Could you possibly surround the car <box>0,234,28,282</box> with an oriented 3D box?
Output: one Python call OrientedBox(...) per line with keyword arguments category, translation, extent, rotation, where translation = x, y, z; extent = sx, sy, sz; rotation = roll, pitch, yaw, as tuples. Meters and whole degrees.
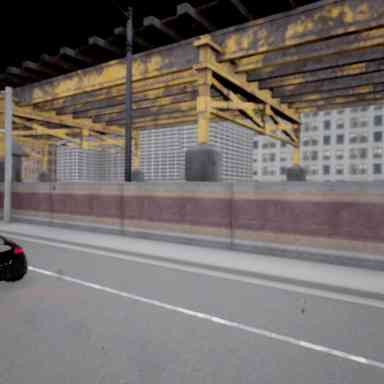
OrientedBox(category="car", translation=(-5.864, 1.420, 8.108), extent=(4.181, 1.385, 1.994), rotation=(1, 1, 36))
